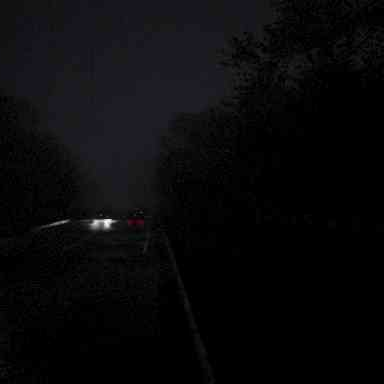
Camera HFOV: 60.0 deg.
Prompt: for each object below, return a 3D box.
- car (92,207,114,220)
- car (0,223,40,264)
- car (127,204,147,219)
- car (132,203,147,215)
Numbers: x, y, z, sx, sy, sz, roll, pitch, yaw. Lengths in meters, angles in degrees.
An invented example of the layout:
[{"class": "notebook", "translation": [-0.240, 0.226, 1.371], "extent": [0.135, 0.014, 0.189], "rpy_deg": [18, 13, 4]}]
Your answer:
[{"class": "car", "translation": [-10.114, 2.394, 38.115], "extent": [1.994, 1.385, 4.181], "rpy_deg": [1, -2, -6]}, {"class": "car", "translation": [-7.153, 1.801, 11.847], "extent": [1.895, 1.301, 4.718], "rpy_deg": [1, -1, -7]}, {"class": "car", "translation": [-6.679, 2.454, 39.798], "extent": [1.812, 1.442, 4.674], "rpy_deg": [1, -1, -6]}, {"class": "car", "translation": [-7.953, 2.535, 50.551], "extent": [2.097, 1.767, 4.553], "rpy_deg": [1, -2, -6]}]
